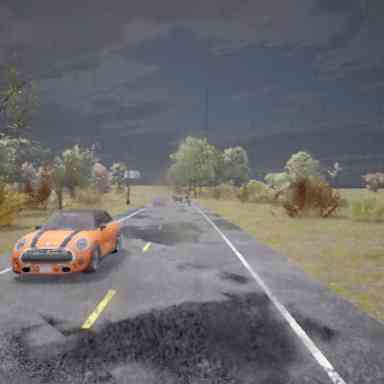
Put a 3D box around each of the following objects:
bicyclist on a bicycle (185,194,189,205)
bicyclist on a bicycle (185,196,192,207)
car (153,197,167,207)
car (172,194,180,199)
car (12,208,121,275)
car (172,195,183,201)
[{"bbox_3d":[-0.887,1.340,59.524,0.659,1.776,1.843,0,0,-4],"label":"bicyclist on a bicycle"},{"bbox_3d":[-0.409,1.413,50.809,0.866,1.612,1.509,0,0,-3],"label":"bicyclist on a bicycle"},{"bbox_3d":[-4.959,1.486,51.182,1.837,1.490,4.892,0,0,-3],"label":"car"},{"bbox_3d":[-4.514,1.373,93.970,1.895,1.301,4.718,0,0,-6],"label":"car"},{"bbox_3d":[-3.683,1.354,10.555,2.097,1.767,4.553,0,0,-1],"label":"car"},{"bbox_3d":[-3.166,1.472,78.286,1.812,1.442,4.674,0,0,-5],"label":"car"}]
